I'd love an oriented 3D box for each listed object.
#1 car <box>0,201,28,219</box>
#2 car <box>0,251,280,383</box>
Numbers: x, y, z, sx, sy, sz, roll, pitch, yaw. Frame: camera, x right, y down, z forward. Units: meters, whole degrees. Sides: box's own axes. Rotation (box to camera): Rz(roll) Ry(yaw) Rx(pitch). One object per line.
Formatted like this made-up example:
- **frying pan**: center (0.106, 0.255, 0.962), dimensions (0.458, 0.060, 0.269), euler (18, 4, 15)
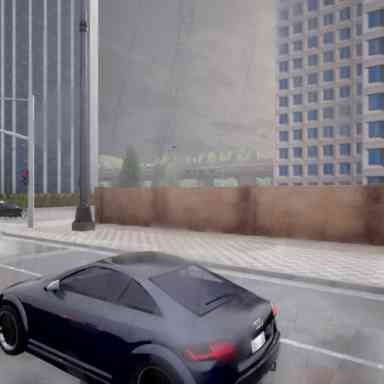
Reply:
- **car**: center (-15.754, 1.503, 27.456), dimensions (1.837, 1.490, 4.892), euler (1, 0, 37)
- **car**: center (-0.946, 1.564, 4.677), dimensions (4.181, 1.385, 1.994), euler (0, 0, 35)
